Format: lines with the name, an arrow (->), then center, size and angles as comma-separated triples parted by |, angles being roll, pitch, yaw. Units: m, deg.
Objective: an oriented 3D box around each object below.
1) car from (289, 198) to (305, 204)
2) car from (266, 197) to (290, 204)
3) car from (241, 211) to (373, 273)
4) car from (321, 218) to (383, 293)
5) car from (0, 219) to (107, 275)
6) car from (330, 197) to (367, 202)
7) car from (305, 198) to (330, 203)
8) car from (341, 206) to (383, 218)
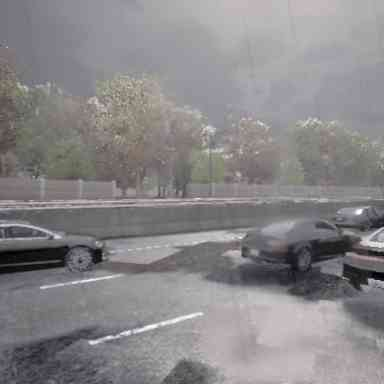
car -> 15.934, 1.597, 45.389 | 4.718, 1.301, 1.895 | 0, 0, -35
car -> 12.674, 1.489, 47.363 | 4.902, 1.511, 2.128 | 0, 0, -35
car -> 3.625, 1.521, 10.642 | 4.674, 1.442, 1.812 | 0, 0, -36
car -> 5.409, 1.486, 7.600 | 4.902, 1.511, 2.128 | 0, 0, -35
car -> -4.775, 1.493, 8.939 | 4.902, 1.511, 2.128 | 0, 0, -35
car -> 18.697, 1.345, 38.768 | 4.553, 1.767, 2.097 | 0, 0, -35
car -> 16.751, 1.520, 41.679 | 4.674, 1.442, 1.812 | 0, 0, -35
car -> 10.060, 1.537, 19.506 | 5.357, 1.411, 2.033 | 0, 0, -35
